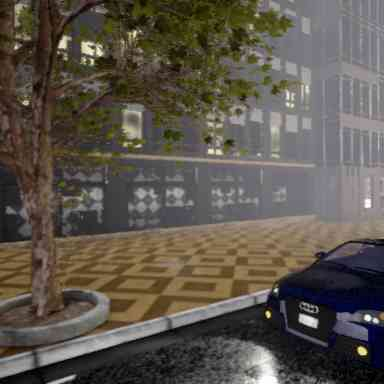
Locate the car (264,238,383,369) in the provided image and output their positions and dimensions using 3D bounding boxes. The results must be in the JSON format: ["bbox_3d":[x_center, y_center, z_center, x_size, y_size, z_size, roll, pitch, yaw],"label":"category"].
[{"bbox_3d":[3.177,1.530,5.607,4.181,1.385,1.994,0,0,-35],"label":"car"}]
